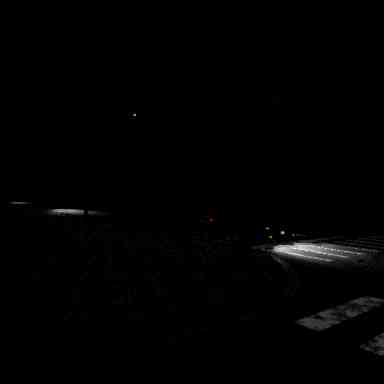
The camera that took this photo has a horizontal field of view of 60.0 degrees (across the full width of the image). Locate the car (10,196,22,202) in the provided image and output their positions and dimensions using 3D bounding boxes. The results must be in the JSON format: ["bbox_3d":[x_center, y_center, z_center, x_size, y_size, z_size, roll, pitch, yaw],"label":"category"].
[{"bbox_3d":[-38.583,1.592,72.953,1.895,1.301,4.718,1,-1,-36],"label":"car"}]

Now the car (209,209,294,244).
[{"bbox_3d":[2.642,1.519,15.550,1.994,1.385,4.181,1,0,-36],"label":"car"}]

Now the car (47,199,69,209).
[{"bbox_3d":[-17.683,1.568,43.851,1.895,1.301,4.718,1,0,-36],"label":"car"}]
